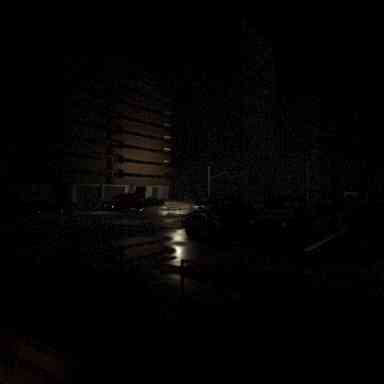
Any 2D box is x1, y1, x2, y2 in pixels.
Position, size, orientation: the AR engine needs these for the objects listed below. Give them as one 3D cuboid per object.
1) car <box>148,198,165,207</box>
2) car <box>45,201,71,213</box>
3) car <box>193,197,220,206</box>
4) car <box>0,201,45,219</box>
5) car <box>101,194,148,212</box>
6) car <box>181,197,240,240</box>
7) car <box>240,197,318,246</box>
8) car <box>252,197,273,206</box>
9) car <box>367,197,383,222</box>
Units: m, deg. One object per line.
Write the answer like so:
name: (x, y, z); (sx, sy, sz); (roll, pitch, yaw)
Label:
car: (-6.239, 1.544, 48.690); (2.033, 1.411, 5.357); (0, 0, 34)
car: (-15.364, 1.598, 35.121); (1.895, 1.301, 4.718); (0, 0, 34)
car: (2.537, 1.565, 55.341); (2.033, 1.411, 5.357); (0, 0, 34)
car: (-15.447, 1.561, 28.718); (1.994, 1.385, 4.181); (0, 0, 34)
car: (-8.177, 1.219, 39.553); (2.150, 2.045, 5.566); (0, 0, 34)
car: (1.507, 1.153, 16.027); (1.932, 1.855, 4.605); (0, 0, 34)
car: (3.874, 1.156, 14.361); (1.905, 1.878, 3.866); (0, 0, 34)
car: (12.051, 1.524, 56.779); (1.812, 1.442, 4.674); (0, 0, 34)
car: (15.898, 1.395, 27.316); (1.970, 1.475, 3.806); (0, 0, 34)
